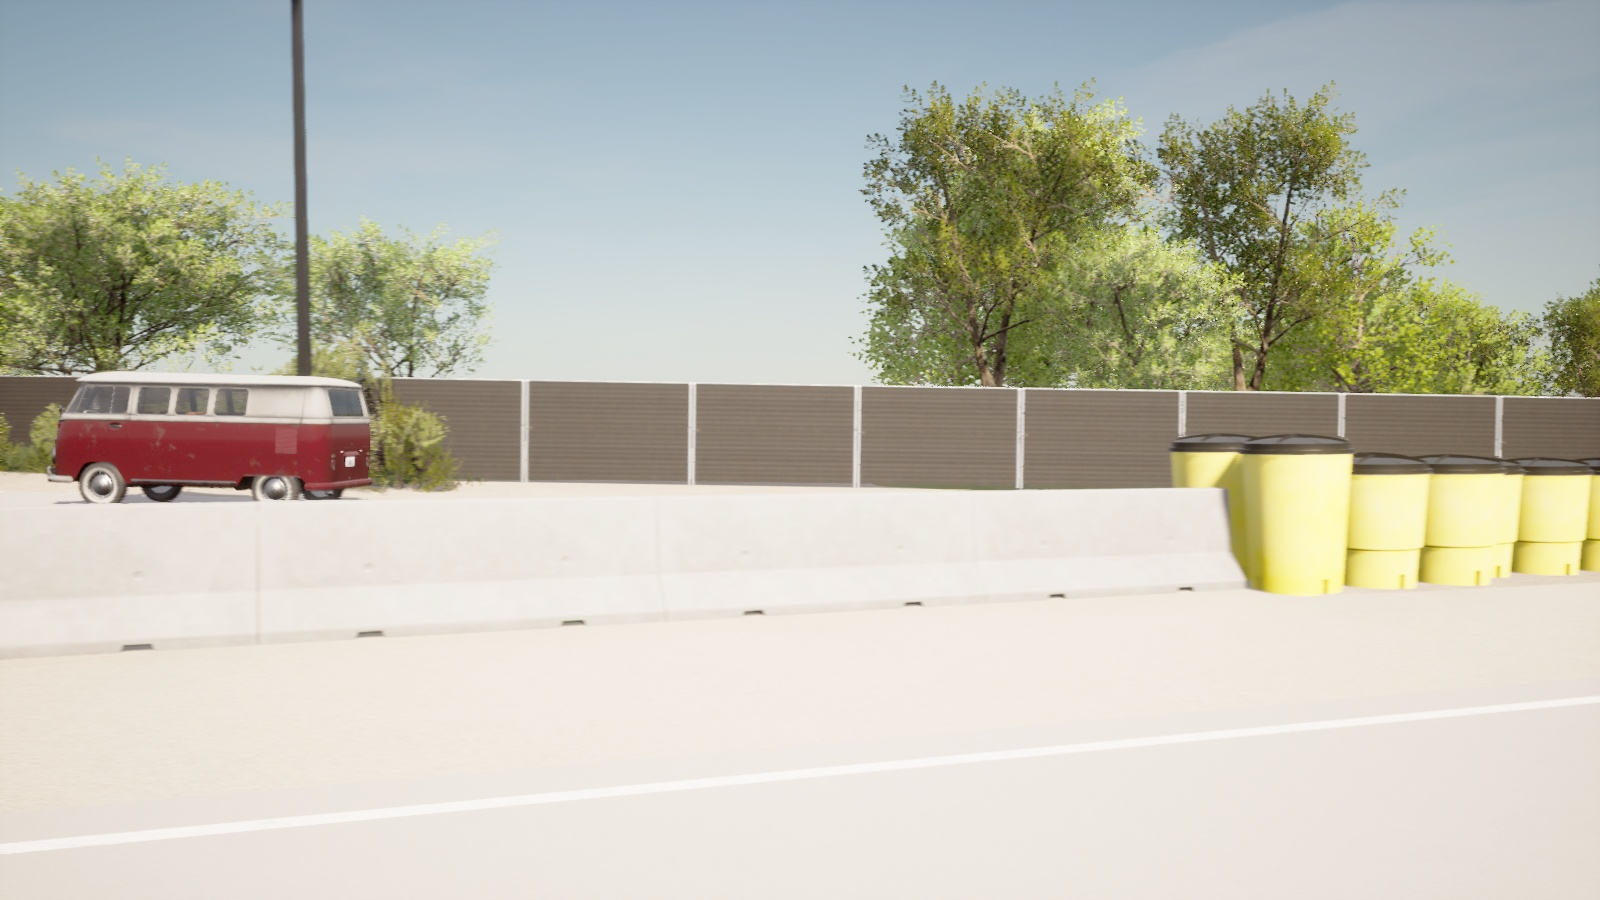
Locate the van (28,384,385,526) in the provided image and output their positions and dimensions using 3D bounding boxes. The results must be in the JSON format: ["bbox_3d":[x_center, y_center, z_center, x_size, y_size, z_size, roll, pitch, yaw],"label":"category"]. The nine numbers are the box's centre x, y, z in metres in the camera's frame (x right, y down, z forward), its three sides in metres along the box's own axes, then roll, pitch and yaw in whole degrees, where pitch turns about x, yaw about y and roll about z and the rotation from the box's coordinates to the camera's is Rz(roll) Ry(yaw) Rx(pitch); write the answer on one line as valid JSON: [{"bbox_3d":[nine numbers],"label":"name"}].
[{"bbox_3d":[-8.673,0.048,18.579,4.442,1.987,1.775,0,2,4],"label":"van"}]
